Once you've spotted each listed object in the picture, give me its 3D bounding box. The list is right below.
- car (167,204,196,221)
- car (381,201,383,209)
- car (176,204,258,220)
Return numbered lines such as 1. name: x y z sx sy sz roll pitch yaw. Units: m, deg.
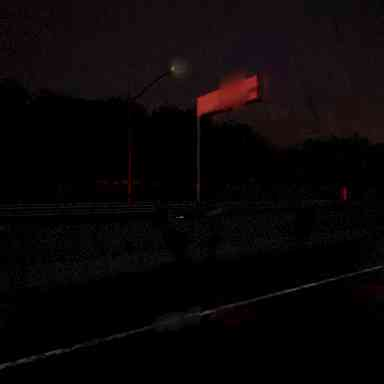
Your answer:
1. car: 0.625 1.523 21.619 4.902 1.511 2.128 0 0 -35
2. car: 27.975 1.501 45.273 5.566 2.045 2.150 1 -1 -35
3. car: 1.735 1.552 18.115 4.674 1.442 1.812 0 0 -35
